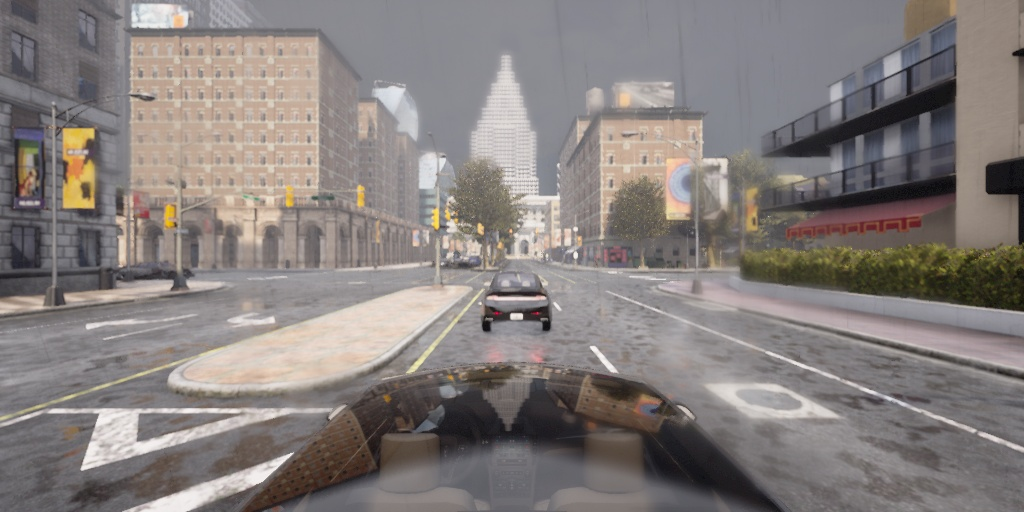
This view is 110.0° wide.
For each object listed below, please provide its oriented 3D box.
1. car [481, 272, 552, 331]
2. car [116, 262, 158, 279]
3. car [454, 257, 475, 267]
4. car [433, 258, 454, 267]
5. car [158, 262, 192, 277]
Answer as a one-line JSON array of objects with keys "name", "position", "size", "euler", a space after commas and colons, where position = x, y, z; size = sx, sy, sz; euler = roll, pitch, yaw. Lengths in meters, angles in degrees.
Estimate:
[{"name": "car", "position": [0.119, 1.226, 10.950], "size": [2.128, 1.511, 4.902], "euler": [0, 0, 0]}, {"name": "car", "position": [-33.784, 1.302, 30.619], "size": [4.718, 1.301, 1.895], "euler": [0, 0, 0]}, {"name": "car", "position": [-7.937, 1.252, 60.150], "size": [1.895, 1.301, 4.718], "euler": [0, 0, 0]}, {"name": "car", "position": [-11.429, 1.139, 61.097], "size": [2.128, 1.511, 4.902], "euler": [0, 0, 0]}, {"name": "car", "position": [-33.801, 1.243, 34.117], "size": [5.357, 1.411, 2.033], "euler": [0, 0, 0]}]
